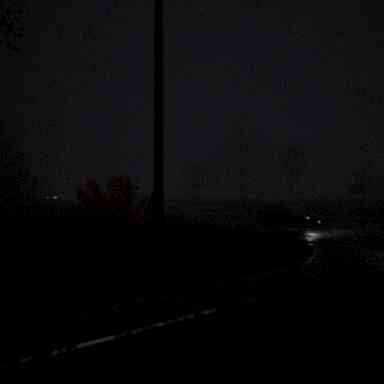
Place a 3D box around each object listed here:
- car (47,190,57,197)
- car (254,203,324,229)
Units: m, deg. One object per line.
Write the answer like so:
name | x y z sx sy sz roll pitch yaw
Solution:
car | -35.167 0.356 83.311 2.097 1.767 4.553 -1 1 -28
car | 6.030 1.437 21.156 1.812 1.442 4.674 -1 1 -35
